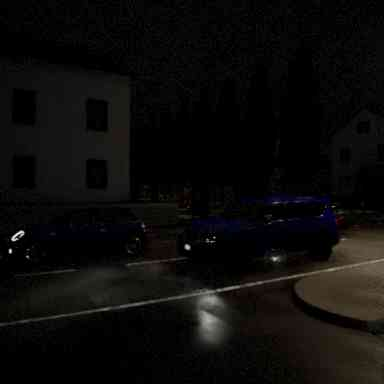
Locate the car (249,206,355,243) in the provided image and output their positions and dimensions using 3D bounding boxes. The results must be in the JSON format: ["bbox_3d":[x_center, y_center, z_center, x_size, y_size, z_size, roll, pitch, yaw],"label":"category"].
[{"bbox_3d":[5.592,1.502,16.680,5.357,1.411,2.033,0,0,-31],"label":"car"}]

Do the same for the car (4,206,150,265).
[{"bbox_3d":[-3.853,1.304,11.452,4.553,1.767,2.097,0,0,-26],"label":"car"}]

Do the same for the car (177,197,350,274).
[{"bbox_3d":[2.285,1.189,10.680,5.566,2.045,2.150,0,0,-29],"label":"car"}]
